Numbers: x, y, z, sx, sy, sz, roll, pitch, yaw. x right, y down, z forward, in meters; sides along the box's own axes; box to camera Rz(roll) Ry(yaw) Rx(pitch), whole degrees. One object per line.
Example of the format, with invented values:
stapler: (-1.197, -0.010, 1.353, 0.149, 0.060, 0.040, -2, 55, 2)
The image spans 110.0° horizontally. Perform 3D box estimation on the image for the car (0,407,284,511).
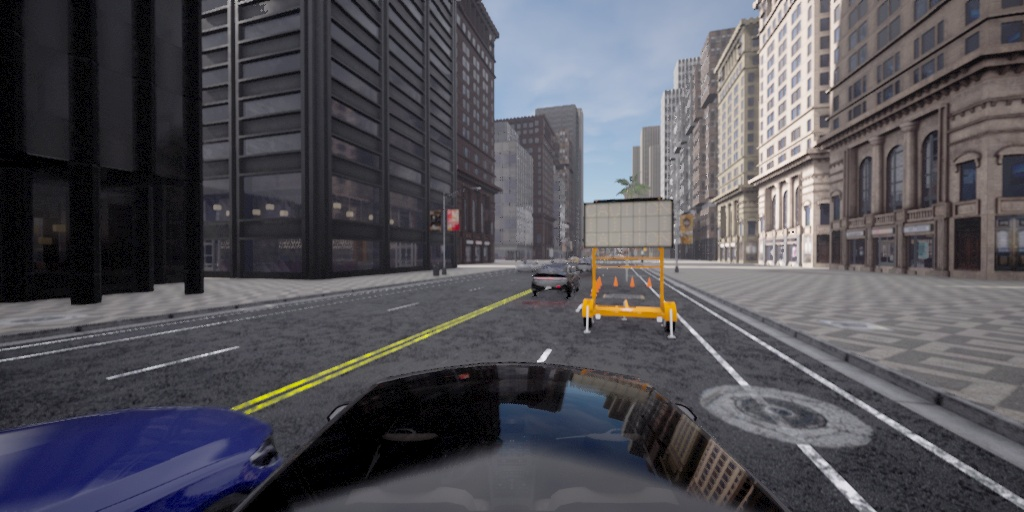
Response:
car: (-2.850, 1.281, 0.626, 1.812, 1.442, 4.674, 0, 0, 17)

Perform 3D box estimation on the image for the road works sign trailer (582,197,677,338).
road works sign trailer: (3.282, 0.174, 10.252, 2.380, 3.560, 2.880, 0, 0, 17)

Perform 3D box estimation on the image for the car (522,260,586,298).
car: (2.271, 1.166, 17.925, 2.128, 1.511, 4.902, 0, 0, 16)

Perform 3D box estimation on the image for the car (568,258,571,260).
car: (4.837, 1.187, 38.744, 1.895, 1.301, 4.718, 0, 0, 17)

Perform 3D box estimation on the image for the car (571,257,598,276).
car: (7.290, 1.092, 34.876, 2.128, 1.511, 4.902, 0, 0, 16)

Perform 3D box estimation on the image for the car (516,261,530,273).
car: (1.906, 1.180, 40.292, 1.895, 1.301, 4.718, 0, 0, 17)
